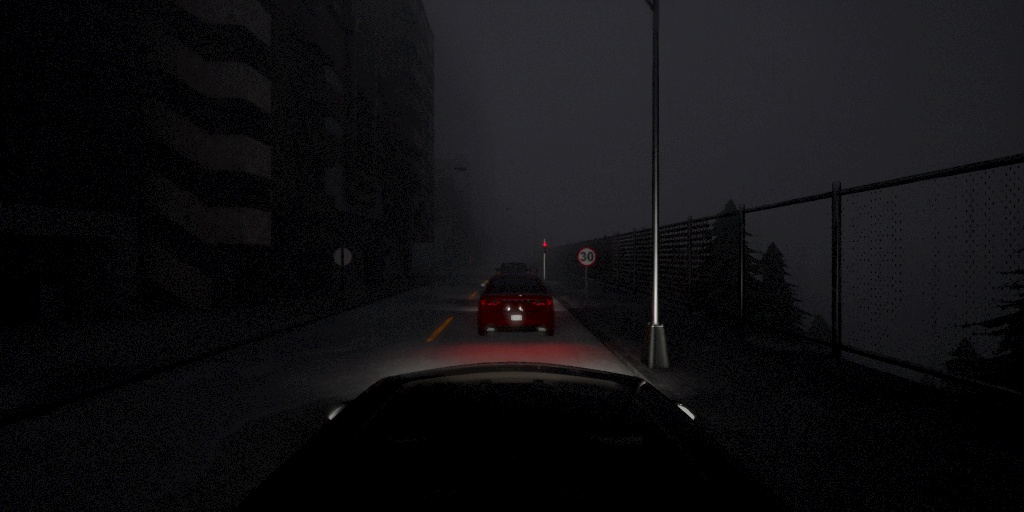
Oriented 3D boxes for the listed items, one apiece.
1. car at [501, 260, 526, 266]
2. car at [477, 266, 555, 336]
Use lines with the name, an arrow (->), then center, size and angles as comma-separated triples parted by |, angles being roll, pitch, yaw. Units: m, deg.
car -> 0.090, 1.102, 20.851 | 2.097, 1.767, 4.553 | 0, 0, 0
car -> 0.094, 1.228, 10.482 | 1.882, 1.535, 5.008 | 0, 0, 0
